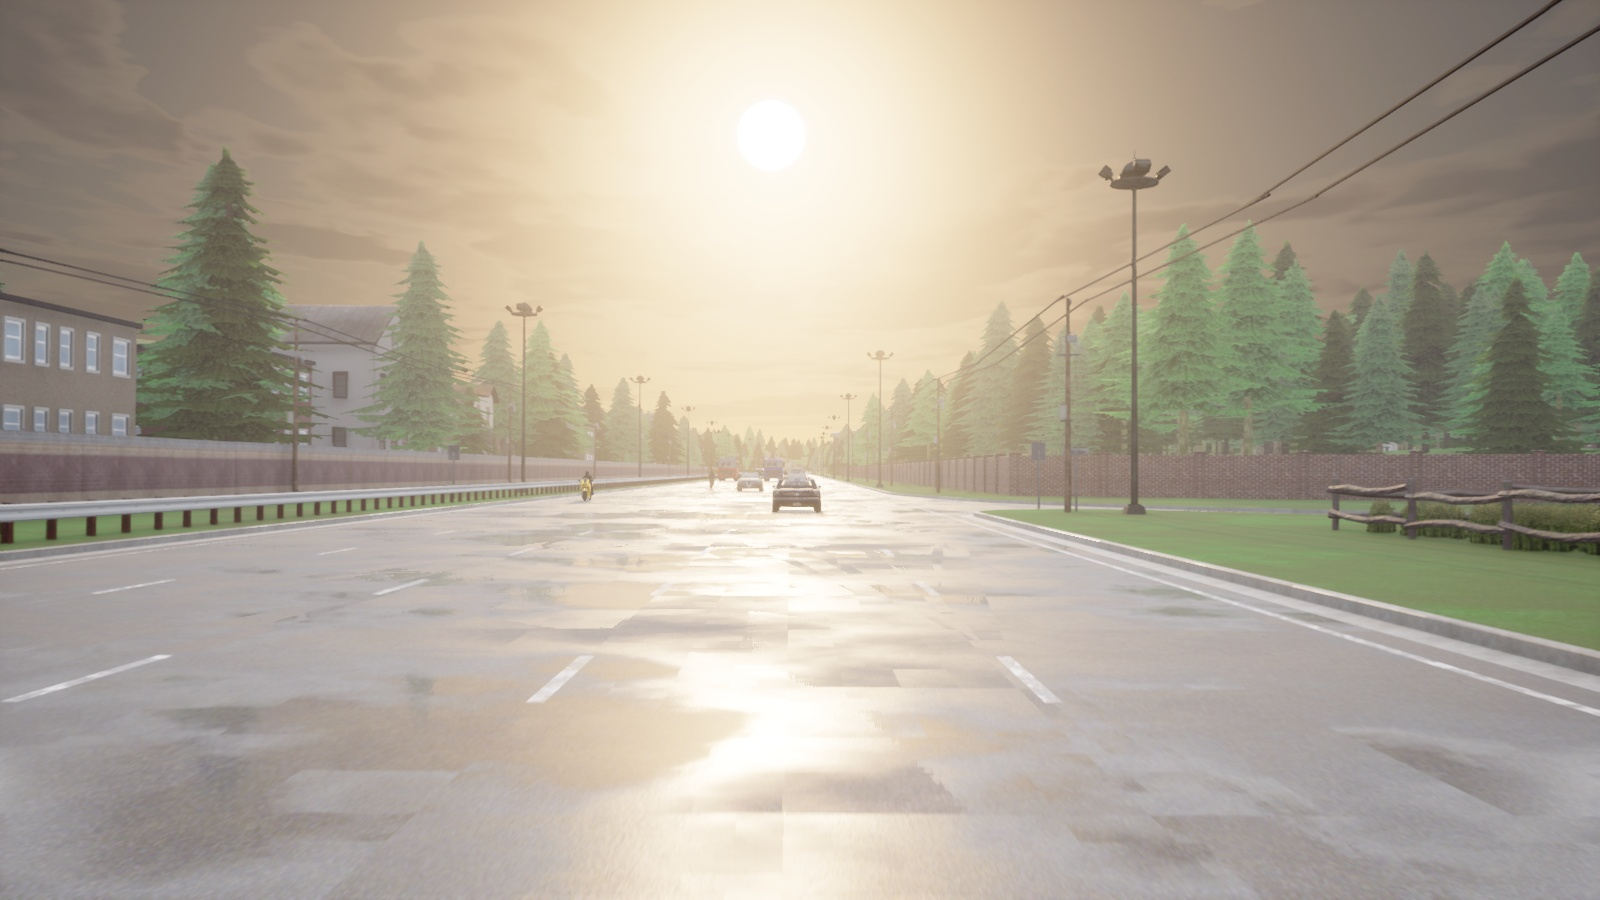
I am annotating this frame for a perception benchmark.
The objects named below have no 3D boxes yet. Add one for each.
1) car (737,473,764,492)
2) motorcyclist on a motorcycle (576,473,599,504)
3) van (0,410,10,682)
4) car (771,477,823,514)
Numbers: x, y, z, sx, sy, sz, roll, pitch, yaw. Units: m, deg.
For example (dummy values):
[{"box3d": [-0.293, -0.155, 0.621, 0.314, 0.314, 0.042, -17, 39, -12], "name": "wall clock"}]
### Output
[{"box3d": [-3.728, 2.445, 94.948, 1.812, 1.442, 4.674, 0, -1, 0], "name": "car"}, {"box3d": [-10.651, 1.893, 62.962, 0.797, 1.523, 2.044, 0, -1, 0], "name": "motorcyclist on a motorcycle"}, {"box3d": [-7.019, 0.688, 7.265, 2.069, 2.038, 4.480, 0, -1, 0], "name": "van"}, {"box3d": [-0.116, 1.725, 48.334, 1.895, 1.301, 4.718, 0, -1, 0], "name": "car"}]
